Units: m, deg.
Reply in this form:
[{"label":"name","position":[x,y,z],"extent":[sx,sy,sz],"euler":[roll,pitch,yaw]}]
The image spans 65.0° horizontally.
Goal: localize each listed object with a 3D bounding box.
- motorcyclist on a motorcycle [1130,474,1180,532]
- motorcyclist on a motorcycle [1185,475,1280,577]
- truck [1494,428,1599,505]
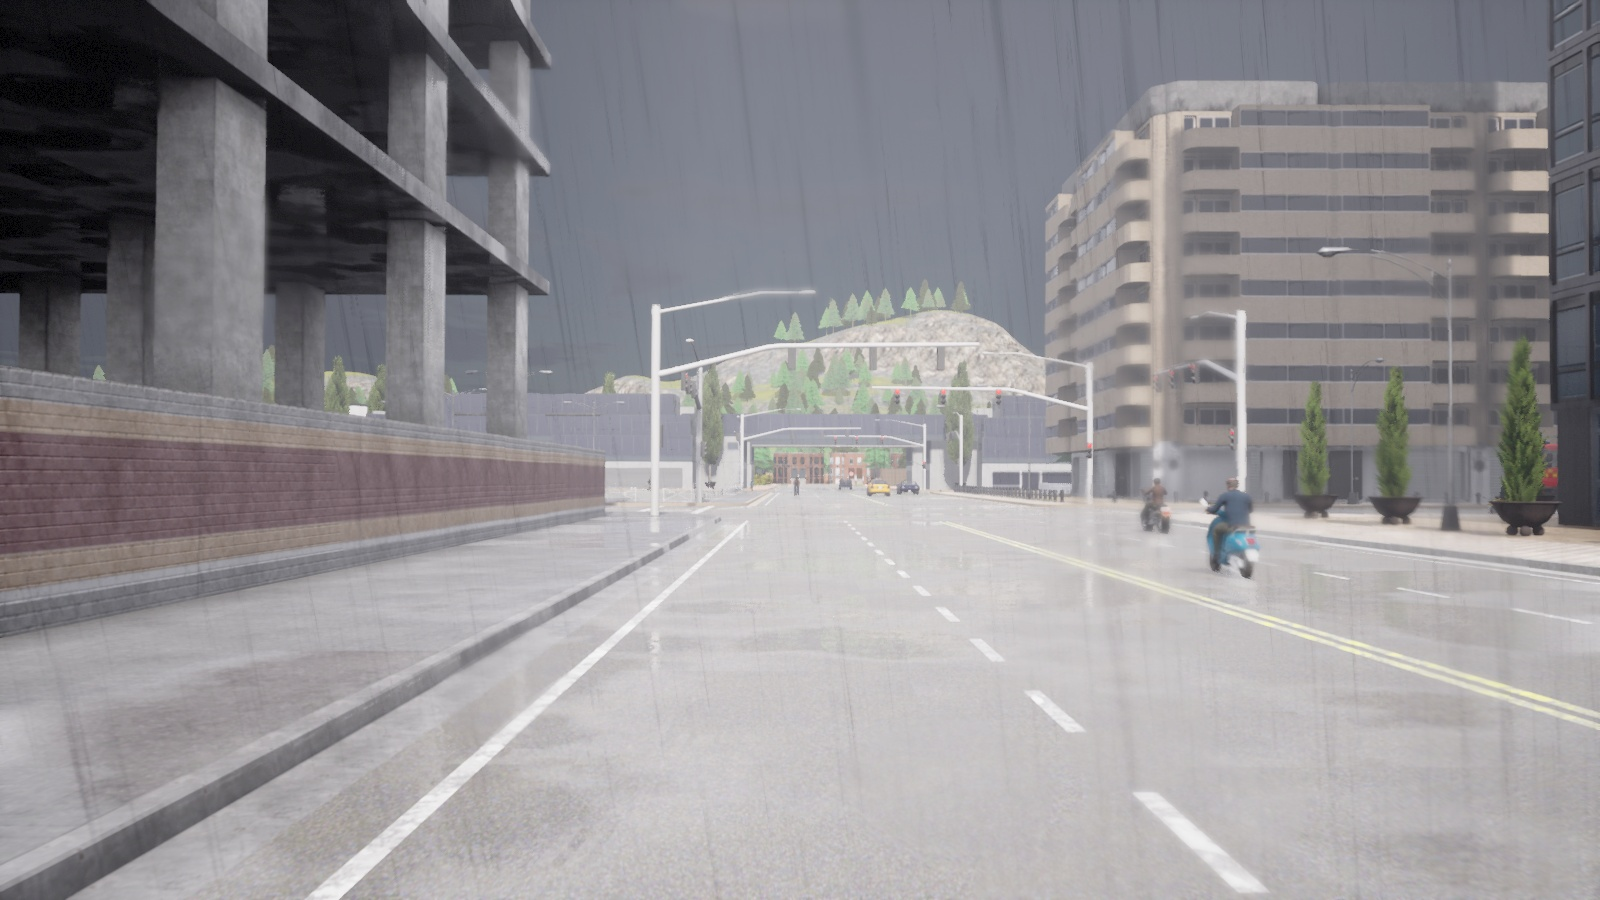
[{"label":"motorcyclist on a motorcycle","position":[10.408,1.542,36.874],"extent":[0.766,1.649,2.350],"euler":[0,-1,0]},{"label":"motorcyclist on a motorcycle","position":[7.022,1.199,20.503],"extent":[0.866,1.590,1.817],"euler":[0,-1,-2]},{"label":"truck","position":[40.086,0.833,63.336],"extent":[8.468,3.827,2.891],"euler":[0,-1,0]}]
